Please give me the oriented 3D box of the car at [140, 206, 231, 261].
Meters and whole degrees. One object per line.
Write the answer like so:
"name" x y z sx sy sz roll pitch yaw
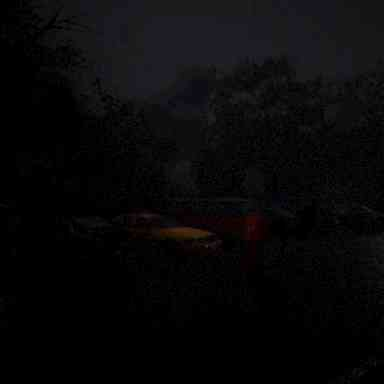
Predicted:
"car" -1.509 1.451 12.286 5.366 1.575 1.946 -1 -1 34

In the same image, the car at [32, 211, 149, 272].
"car" -4.055 1.471 10.671 4.892 1.521 2.231 -1 0 34

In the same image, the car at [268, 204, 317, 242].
"car" 3.127 1.472 15.808 4.674 1.452 2.002 -1 0 34

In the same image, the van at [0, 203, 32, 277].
"van" -6.555 1.262 9.026 4.442 1.987 1.878 -1 0 35

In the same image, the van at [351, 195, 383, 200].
"van" 12.607 1.178 22.726 4.442 1.987 1.878 -1 0 34

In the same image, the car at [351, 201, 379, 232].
"car" 7.918 1.455 19.241 4.674 1.452 2.002 -1 -1 34

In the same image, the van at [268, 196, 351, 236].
"van" 5.619 1.196 17.467 4.442 1.987 1.878 -1 -1 34

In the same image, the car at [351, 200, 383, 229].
"car" 10.313 1.447 20.956 4.674 1.452 2.002 -1 -1 34

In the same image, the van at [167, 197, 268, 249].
"van" 0.632 1.220 14.167 4.442 1.987 1.878 -1 0 34
